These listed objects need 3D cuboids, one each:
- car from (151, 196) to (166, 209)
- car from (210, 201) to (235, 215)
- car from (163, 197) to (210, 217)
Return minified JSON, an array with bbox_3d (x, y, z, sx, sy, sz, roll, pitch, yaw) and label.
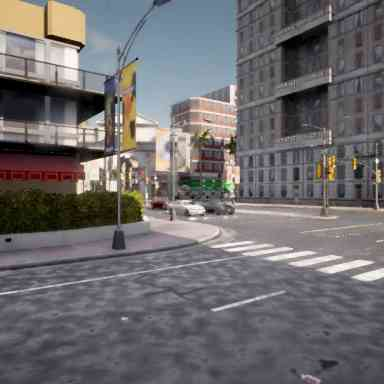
[{"bbox_3d":[-3.417,1.352,42.211,2.097,1.767,4.553,0,0,-35],"label":"car"},{"bbox_3d":[2.449,1.564,33.837,1.994,1.385,4.181,0,0,-35],"label":"car"},{"bbox_3d":[-0.623,1.526,32.117,1.812,1.442,4.674,0,0,-35],"label":"car"}]
